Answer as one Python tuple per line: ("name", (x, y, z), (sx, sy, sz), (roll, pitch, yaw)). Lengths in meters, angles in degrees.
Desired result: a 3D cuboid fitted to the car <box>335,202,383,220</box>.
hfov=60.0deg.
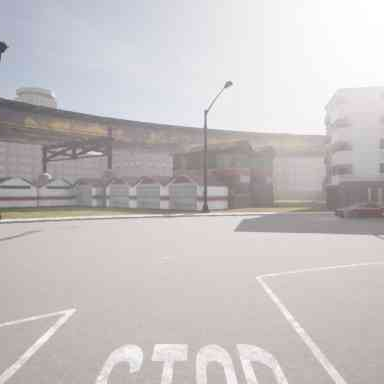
("car", (14.135, 1.564, 27.507), (4.181, 1.385, 1.994), (0, 0, -1))
